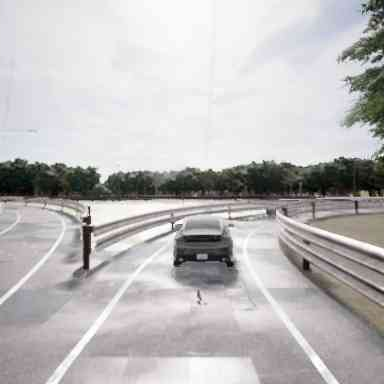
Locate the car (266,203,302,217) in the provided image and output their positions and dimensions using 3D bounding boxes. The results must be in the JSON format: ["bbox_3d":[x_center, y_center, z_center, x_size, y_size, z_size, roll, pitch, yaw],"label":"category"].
[{"bbox_3d":[8.987,1.707,32.195,1.895,1.301,4.718,-1,-1,38],"label":"car"}]

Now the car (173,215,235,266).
[{"bbox_3d":[0.452,1.561,11.702,1.837,1.490,4.892,-1,0,4],"label":"car"}]
